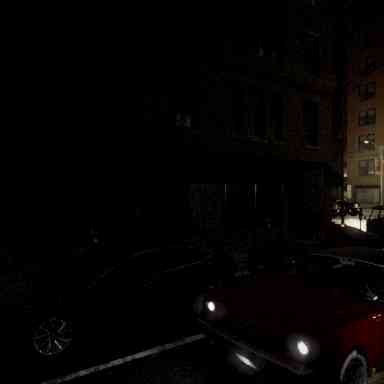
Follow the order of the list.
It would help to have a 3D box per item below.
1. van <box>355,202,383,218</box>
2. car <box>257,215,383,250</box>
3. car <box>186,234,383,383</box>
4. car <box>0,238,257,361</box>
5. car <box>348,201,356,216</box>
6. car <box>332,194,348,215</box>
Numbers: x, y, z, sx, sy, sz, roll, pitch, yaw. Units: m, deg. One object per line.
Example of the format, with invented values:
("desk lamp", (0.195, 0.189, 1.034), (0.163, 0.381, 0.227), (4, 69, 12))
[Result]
("van", (8.113, 1.338, 12.477), (3.998, 1.788, 1.690), (0, 0, -35))
("car", (3.490, 1.544, 9.211), (4.507, 1.381, 1.887), (0, 0, -35))
("car", (2.426, 1.601, 5.037), (4.718, 1.301, 1.895), (0, 0, -35))
("car", (-1.132, 1.566, 5.944), (4.313, 1.339, 1.947), (0, 0, -35))
("car", (13.111, 1.218, 31.641), (2.150, 2.045, 5.566), (0, 0, -36))
("car", (10.475, 1.206, 29.742), (2.150, 2.045, 5.566), (0, 0, -36))
